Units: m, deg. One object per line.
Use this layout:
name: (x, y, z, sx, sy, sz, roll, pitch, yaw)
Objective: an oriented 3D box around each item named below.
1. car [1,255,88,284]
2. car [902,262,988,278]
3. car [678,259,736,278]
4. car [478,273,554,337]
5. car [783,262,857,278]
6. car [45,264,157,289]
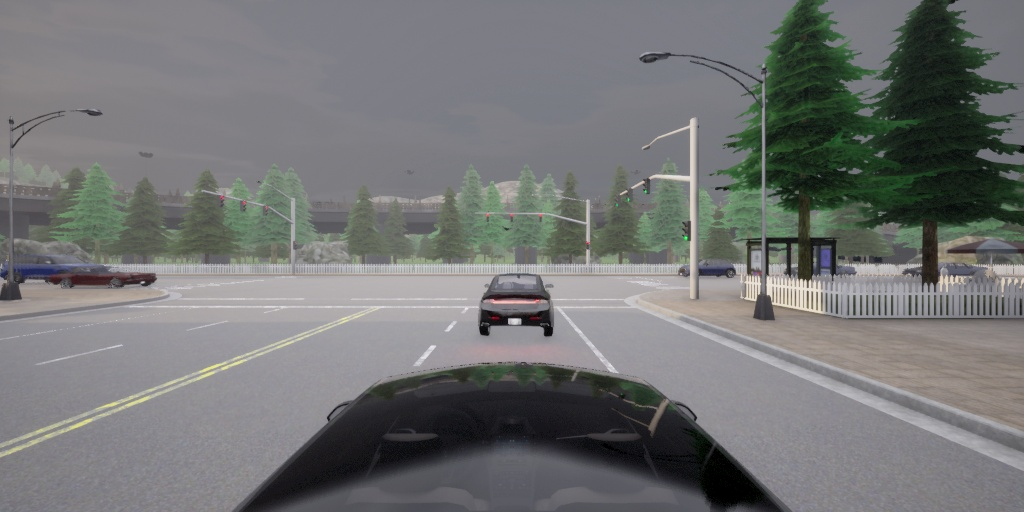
car: (-32.183, 0.917, 25.320, 5.566, 2.045, 2.150, 0, 0, -1)
car: (38.061, 1.242, 31.528, 5.357, 1.411, 2.033, 0, 0, 10)
car: (17.514, 1.046, 32.366, 4.553, 1.767, 2.097, 0, 0, 0)
car: (0.180, 1.242, 10.372, 2.128, 1.511, 4.902, 0, 0, 3)
car: (27.671, 1.242, 32.274, 5.357, 1.411, 2.033, 0, 0, 1)
car: (-24.707, 1.295, 21.839, 4.718, 1.301, 1.895, 0, 0, 0)
